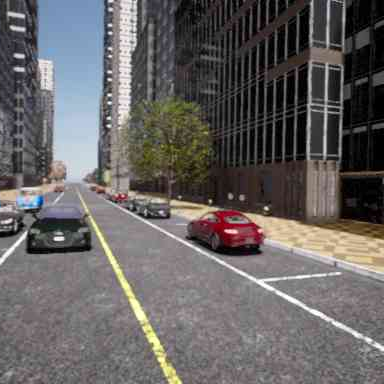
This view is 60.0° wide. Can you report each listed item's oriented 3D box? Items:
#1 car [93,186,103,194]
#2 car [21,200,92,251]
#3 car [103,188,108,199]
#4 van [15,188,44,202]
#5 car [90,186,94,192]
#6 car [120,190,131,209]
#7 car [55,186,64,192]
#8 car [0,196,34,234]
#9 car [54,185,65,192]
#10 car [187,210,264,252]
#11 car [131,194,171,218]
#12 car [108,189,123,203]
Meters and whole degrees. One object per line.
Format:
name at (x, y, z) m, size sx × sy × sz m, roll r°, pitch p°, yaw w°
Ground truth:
car at (-18.004, -0.264, 66.111) m, size 1.887 × 1.381 × 4.507 m, roll 1°, pitch 1°, yaw -20°
car at (-4.810, 1.213, 12.261) m, size 1.994 × 1.385 × 4.181 m, roll 1°, pitch 1°, yaw -20°
car at (-10.345, 0.266, 44.673) m, size 1.967 × 1.590 × 4.097 m, roll 1°, pitch 1°, yaw -20°
van at (-12.493, 0.556, 25.778) m, size 1.690 × 1.788 × 3.998 m, roll 1°, pitch 1°, yaw -20°
car at (-23.747, -0.730, 82.186) m, size 1.947 × 1.339 × 4.313 m, roll 1°, pitch 1°, yaw -20°
car at (-4.604, 0.846, 28.600) m, size 2.008 × 1.369 × 4.403 m, roll 1°, pitch 1°, yaw -20°
car at (-31.641, -0.795, 79.372) m, size 1.802 × 1.307 × 4.206 m, roll 1°, pitch 1°, yaw -20°
car at (-8.668, 1.071, 15.065) m, size 2.008 × 1.369 × 4.403 m, roll 1°, pitch 1°, yaw -20°
car at (-29.725, -0.669, 74.012) m, size 1.887 × 1.381 × 4.507 m, roll 1°, pitch 1°, yaw -20°
car at (1.138, 1.332, 12.525) m, size 1.802 × 1.307 × 4.206 m, roll 1°, pitch 1°, yaw -20°
car at (-2.690, 1.000, 23.242) m, size 2.008 × 1.369 × 4.403 m, roll 1°, pitch 1°, yaw -20°
car at (-8.431, 0.423, 39.315) m, size 1.967 × 1.590 × 4.097 m, roll 1°, pitch 1°, yaw -20°
